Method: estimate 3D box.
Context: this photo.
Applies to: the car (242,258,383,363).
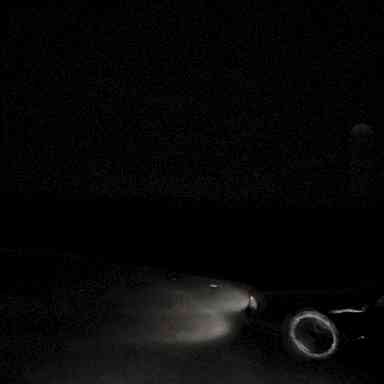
[{"bbox_3d":[3.438,1.514,4.255,5.357,1.411,2.033,2,2,28],"label":"car"}]
